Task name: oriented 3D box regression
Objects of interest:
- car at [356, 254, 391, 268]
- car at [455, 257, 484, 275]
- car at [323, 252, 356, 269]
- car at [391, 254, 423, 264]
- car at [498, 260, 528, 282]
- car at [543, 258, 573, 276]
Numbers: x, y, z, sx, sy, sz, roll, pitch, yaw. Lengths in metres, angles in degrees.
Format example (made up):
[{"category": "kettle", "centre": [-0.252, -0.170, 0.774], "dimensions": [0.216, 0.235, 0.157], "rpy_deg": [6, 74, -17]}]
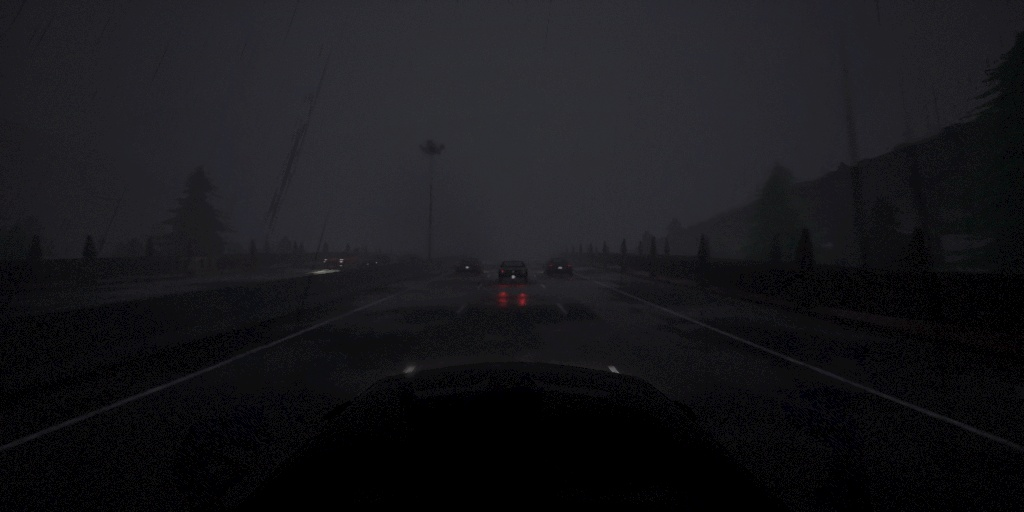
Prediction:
[{"category": "car", "centre": [-14.088, 0.563, 37.493], "dimensions": [1.837, 1.490, 4.892], "rpy_deg": [0, 1, 0]}, {"category": "car", "centre": [-3.412, 0.792, 29.401], "dimensions": [1.994, 1.385, 4.181], "rpy_deg": [0, 1, 0]}, {"category": "car", "centre": [-17.587, 0.416, 37.198], "dimensions": [2.097, 1.767, 4.553], "rpy_deg": [0, 1, 0]}, {"category": "car", "centre": [-10.587, 0.566, 37.369], "dimensions": [1.837, 1.490, 4.892], "rpy_deg": [0, 1, 0]}, {"category": "car", "centre": [0.076, 0.943, 24.011], "dimensions": [1.895, 1.301, 4.718], "rpy_deg": [0, 1, 0]}, {"category": "car", "centre": [3.587, 0.809, 28.558], "dimensions": [1.994, 1.385, 4.181], "rpy_deg": [0, 1, 0]}]
